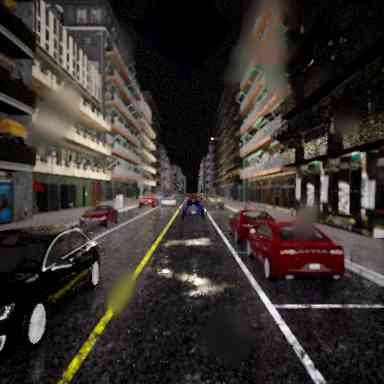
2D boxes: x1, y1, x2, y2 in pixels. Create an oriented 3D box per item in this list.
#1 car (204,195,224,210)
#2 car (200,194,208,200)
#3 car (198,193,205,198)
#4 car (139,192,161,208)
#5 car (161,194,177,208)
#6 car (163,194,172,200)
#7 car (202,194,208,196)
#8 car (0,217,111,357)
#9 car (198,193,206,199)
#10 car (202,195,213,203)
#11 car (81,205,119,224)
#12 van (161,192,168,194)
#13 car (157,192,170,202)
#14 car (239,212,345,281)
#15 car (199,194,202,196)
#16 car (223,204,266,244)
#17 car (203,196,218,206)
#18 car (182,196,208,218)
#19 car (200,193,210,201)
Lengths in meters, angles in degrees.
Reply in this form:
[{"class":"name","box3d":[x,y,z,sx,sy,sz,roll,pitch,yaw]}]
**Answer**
[{"class":"car","box3d":[2.696,1.333,37.832,2.008,1.369,4.403,0,0,0]},{"class":"car","box3d":[2.701,1.121,77.632,1.752,1.417,4.829,0,0,0]},{"class":"car","box3d":[2.703,1.084,94.452,1.887,1.381,4.507,0,0,0]},{"class":"car","box3d":[-5.683,1.065,43.515,2.192,1.841,5.009,0,0,0]},{"class":"car","box3d":[-3.079,1.346,44.363,1.895,1.301,4.718,0,0,0]},{"class":"car","box3d":[-5.680,1.141,77.486,1.887,1.381,4.507,0,0,0]},{"class":"car","box3d":[2.697,1.301,43.494,2.008,1.369,4.403,0,0,0]},{"class":"car","box3d":[-3.091,1.465,6.196,1.837,1.490,4.892,0,0,0]},{"class":"car","box3d":[2.702,1.103,88.787,1.887,1.381,4.507,0,0,0]},{"class":"car","box3d":[2.699,1.242,60.480,1.802,1.307,4.206,0,0,0]},{"class":"car","box3d":[-5.687,1.459,20.866,1.802,1.307,4.206,0,0,0]},{"class":"van","box3d":[-5.681,1.001,60.502,1.690,1.788,3.998,0,0,0]},{"class":"car","box3d":[-5.681,0.952,66.161,2.192,1.841,5.009,0,0,0]},{"class":"car","box3d":[2.692,1.486,9.521,1.887,1.381,4.507,0,0,0]},{"class":"car","box3d":[0.107,1.255,47.154,1.812,1.442,4.674,0,0,0]},{"class":"car","box3d":[2.693,1.453,15.182,1.887,1.381,4.507,0,0,0]},{"class":"car","box3d":[2.698,1.263,49.157,1.887,1.381,4.507,0,0,0]},{"class":"car","box3d":[0.103,1.362,28.087,1.812,1.442,4.674,0,1,0]},{"class":"car","box3d":[2.700,1.056,71.799,1.967,1.590,4.097,0,0,0]}]
